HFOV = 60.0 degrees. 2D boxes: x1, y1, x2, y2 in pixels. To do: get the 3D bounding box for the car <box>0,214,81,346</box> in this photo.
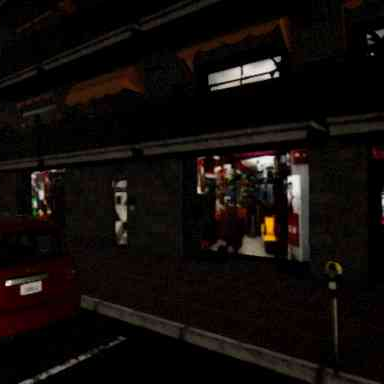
[{"bbox_3d":[-3.965,1.281,5.571,5.009,1.841,2.192,0,-1,36],"label":"car"}]
